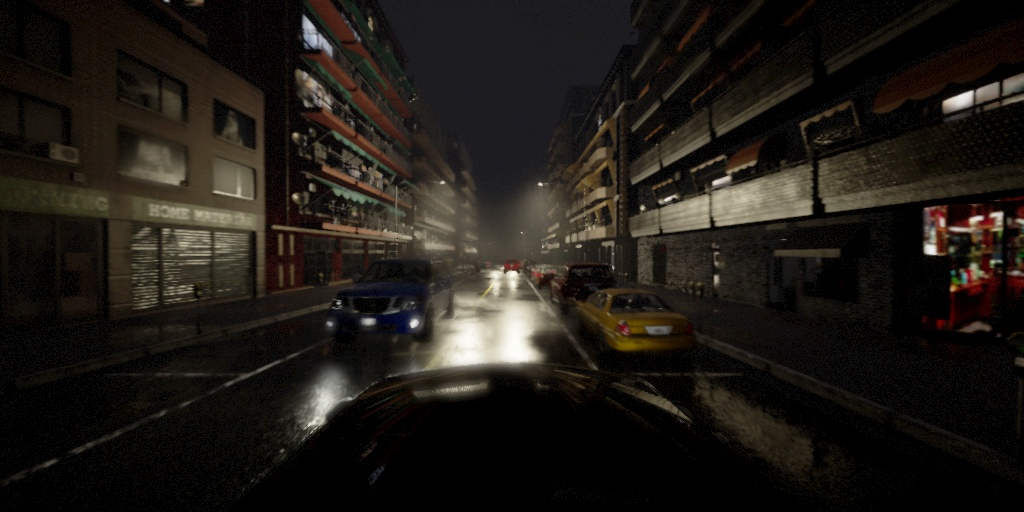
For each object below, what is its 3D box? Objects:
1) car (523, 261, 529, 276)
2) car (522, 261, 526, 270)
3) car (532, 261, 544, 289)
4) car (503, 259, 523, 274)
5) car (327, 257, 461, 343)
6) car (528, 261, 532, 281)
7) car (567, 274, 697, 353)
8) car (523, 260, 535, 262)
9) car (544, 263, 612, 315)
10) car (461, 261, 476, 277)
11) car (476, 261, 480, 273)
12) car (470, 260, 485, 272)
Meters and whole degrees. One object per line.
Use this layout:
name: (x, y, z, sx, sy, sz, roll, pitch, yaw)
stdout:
car: (2.677, 1.666, 41.832, 2.007, 1.370, 4.403, 0, 0, 0)
car: (2.676, 1.731, 47.356, 1.948, 1.339, 4.313, 0, 0, 0)
car: (2.682, 1.404, 25.259, 1.967, 1.591, 4.097, 0, 0, 0)
car: (-0.014, 1.406, 49.493, 2.150, 2.045, 5.566, 0, -1, 0)
car: (-3.014, 1.050, 10.271, 2.150, 2.045, 5.566, 0, -1, 0)
car: (2.680, 1.455, 30.785, 1.967, 1.591, 4.097, 0, 0, 0)
car: (2.696, 1.339, 8.858, 1.751, 1.417, 4.829, 0, 0, 0)
car: (2.675, 1.530, 52.880, 2.192, 1.841, 5.009, 0, 0, 0)
car: (2.690, 1.179, 14.212, 2.192, 1.841, 5.009, 0, 0, 0)
car: (-5.703, 1.665, 41.783, 2.007, 1.370, 4.403, 0, 0, 0)
car: (-5.705, 1.715, 47.305, 2.007, 1.370, 4.403, 0, 0, 0)
car: (-5.707, 1.529, 52.829, 2.192, 1.841, 5.009, 0, 0, 0)
